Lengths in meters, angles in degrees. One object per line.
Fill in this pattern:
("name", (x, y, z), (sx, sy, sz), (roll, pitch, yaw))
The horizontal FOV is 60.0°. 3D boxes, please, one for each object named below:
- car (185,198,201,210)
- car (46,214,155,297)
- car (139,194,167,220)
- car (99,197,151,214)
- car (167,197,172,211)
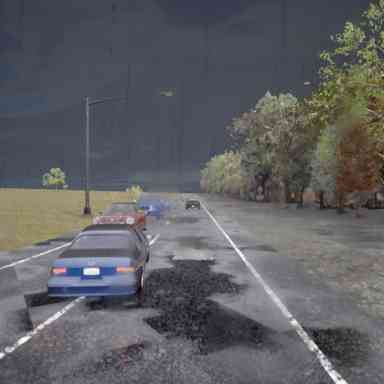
("car", (0.124, 1.495, 43.678), (1.837, 1.490, 4.892), (0, 0, 0))
("car", (-2.126, 1.548, 8.782), (2.033, 1.411, 5.357), (0, 0, -5))
("car", (-3.588, 1.220, 27.972), (2.150, 2.045, 5.566), (0, 0, -1))
("car", (-3.663, 1.352, 17.478), (2.097, 1.767, 4.553), (0, 0, 1))
("car", (-3.576, 1.346, 39.718), (2.097, 1.767, 4.553), (0, 0, 0))
